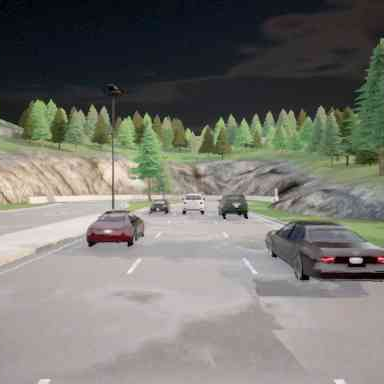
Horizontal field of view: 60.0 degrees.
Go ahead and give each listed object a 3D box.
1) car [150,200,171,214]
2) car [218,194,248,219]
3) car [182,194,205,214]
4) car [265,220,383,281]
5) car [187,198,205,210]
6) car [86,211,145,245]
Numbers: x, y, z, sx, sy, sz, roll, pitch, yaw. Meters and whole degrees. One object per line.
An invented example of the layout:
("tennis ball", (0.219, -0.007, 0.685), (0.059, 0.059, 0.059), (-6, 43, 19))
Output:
("car", (-3.338, 1.526, 35.195), (1.812, 1.442, 4.674), (0, 0, 1))
("car", (3.612, 1.222, 29.669), (2.150, 2.045, 5.566), (0, 0, 0))
("car", (0.148, 1.221, 34.885), (2.150, 2.045, 5.566), (0, 0, 0))
("car", (3.603, 1.548, 9.817), (2.033, 1.411, 5.357), (0, 0, 0))
("car", (0.619, 1.564, 44.251), (1.994, 1.385, 4.181), (0, 0, 6))
("car", (-3.395, 1.564, 15.446), (1.994, 1.385, 4.181), (0, 0, 0))
